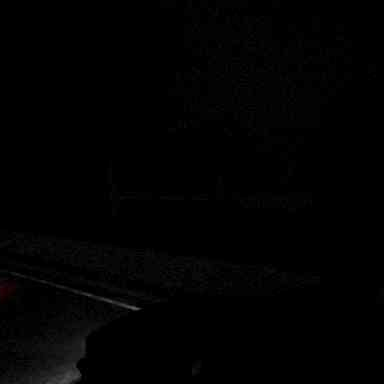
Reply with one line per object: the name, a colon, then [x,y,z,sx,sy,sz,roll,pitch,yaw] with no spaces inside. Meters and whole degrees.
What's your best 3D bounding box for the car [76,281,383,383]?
car: [1.394,1.546,2.693,5.357,1.411,2.033,0,0,35]
